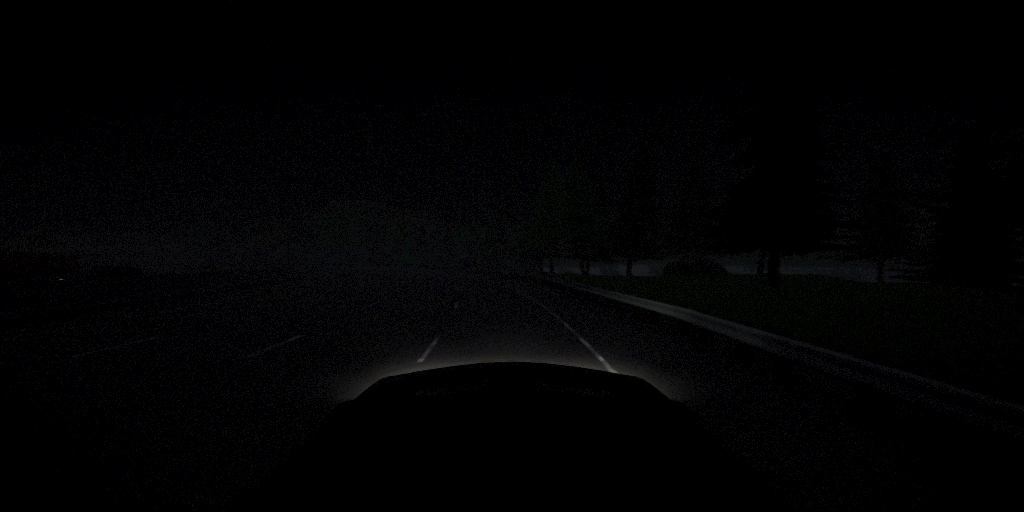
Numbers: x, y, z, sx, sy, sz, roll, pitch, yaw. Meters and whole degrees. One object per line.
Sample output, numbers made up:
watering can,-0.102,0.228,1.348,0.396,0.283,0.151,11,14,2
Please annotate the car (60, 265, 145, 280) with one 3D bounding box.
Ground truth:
car,-27.104,1.371,23.869,2.128,1.511,4.902,0,1,-13
